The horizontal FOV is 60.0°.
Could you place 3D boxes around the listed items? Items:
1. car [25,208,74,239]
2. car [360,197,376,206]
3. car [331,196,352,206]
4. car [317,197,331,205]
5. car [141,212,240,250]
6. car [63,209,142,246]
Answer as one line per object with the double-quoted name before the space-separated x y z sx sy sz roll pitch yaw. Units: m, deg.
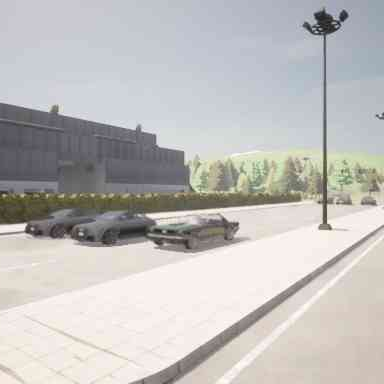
"car" -6.394 1.564 17.383 1.994 1.385 4.181 0 0 36
"car" 28.809 1.525 54.355 1.812 1.442 4.674 0 0 36
"car" 25.437 1.492 55.664 2.128 1.511 4.902 0 0 36
"car" 23.961 1.548 59.587 2.033 1.411 5.357 0 0 36
"car" 0.229 1.601 14.601 1.895 1.301 4.718 0 0 36
"car" -3.452 1.564 15.476 1.994 1.385 4.181 0 0 36
